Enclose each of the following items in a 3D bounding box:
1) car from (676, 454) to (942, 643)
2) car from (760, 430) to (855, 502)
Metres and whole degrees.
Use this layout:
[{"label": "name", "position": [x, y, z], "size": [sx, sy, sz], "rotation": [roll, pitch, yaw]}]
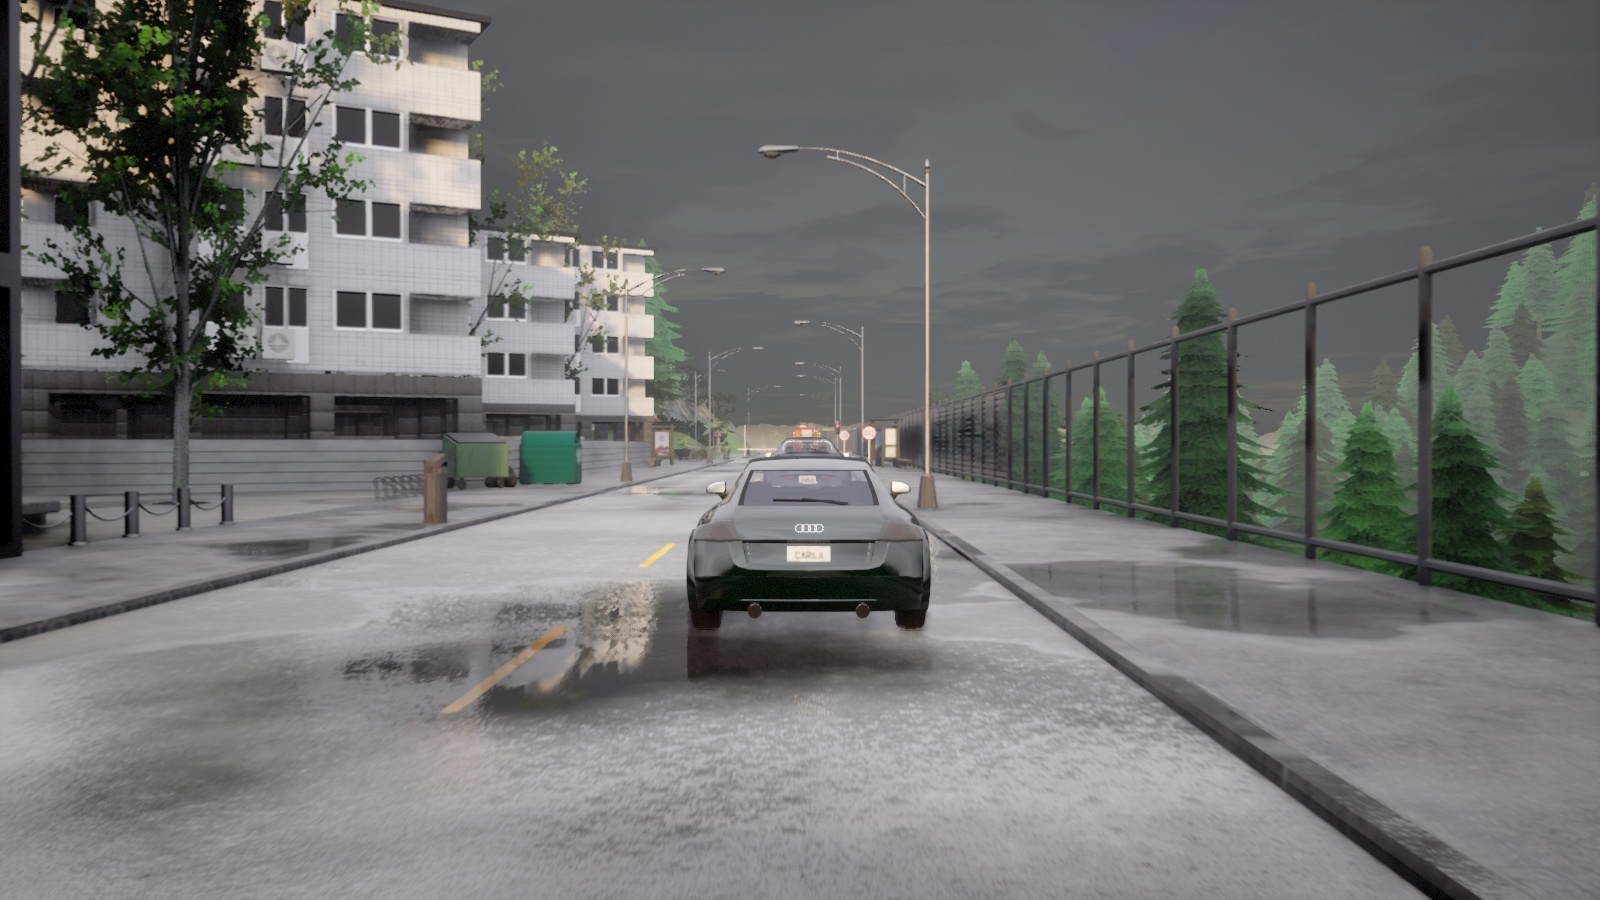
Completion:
[{"label": "car", "position": [0.076, 0.745, 11.508], "size": [1.994, 1.385, 4.181], "rotation": [0, 0, 0]}, {"label": "car", "position": [0.182, 0.349, 31.201], "size": [2.152, 1.651, 5.027], "rotation": [0, 0, 0]}]
